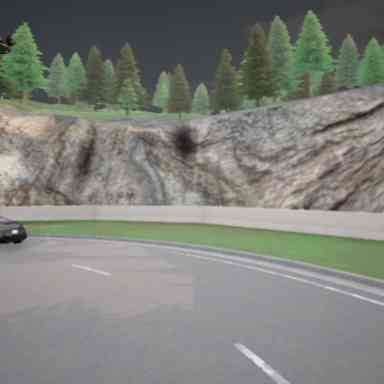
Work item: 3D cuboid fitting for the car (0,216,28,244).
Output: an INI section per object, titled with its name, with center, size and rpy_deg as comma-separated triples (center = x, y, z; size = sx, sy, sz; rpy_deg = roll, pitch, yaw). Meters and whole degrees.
[car]
center = -9.583, 1.704, 14.818
size = 4.181, 1.385, 1.994
rpy_deg = -1, 0, 14
